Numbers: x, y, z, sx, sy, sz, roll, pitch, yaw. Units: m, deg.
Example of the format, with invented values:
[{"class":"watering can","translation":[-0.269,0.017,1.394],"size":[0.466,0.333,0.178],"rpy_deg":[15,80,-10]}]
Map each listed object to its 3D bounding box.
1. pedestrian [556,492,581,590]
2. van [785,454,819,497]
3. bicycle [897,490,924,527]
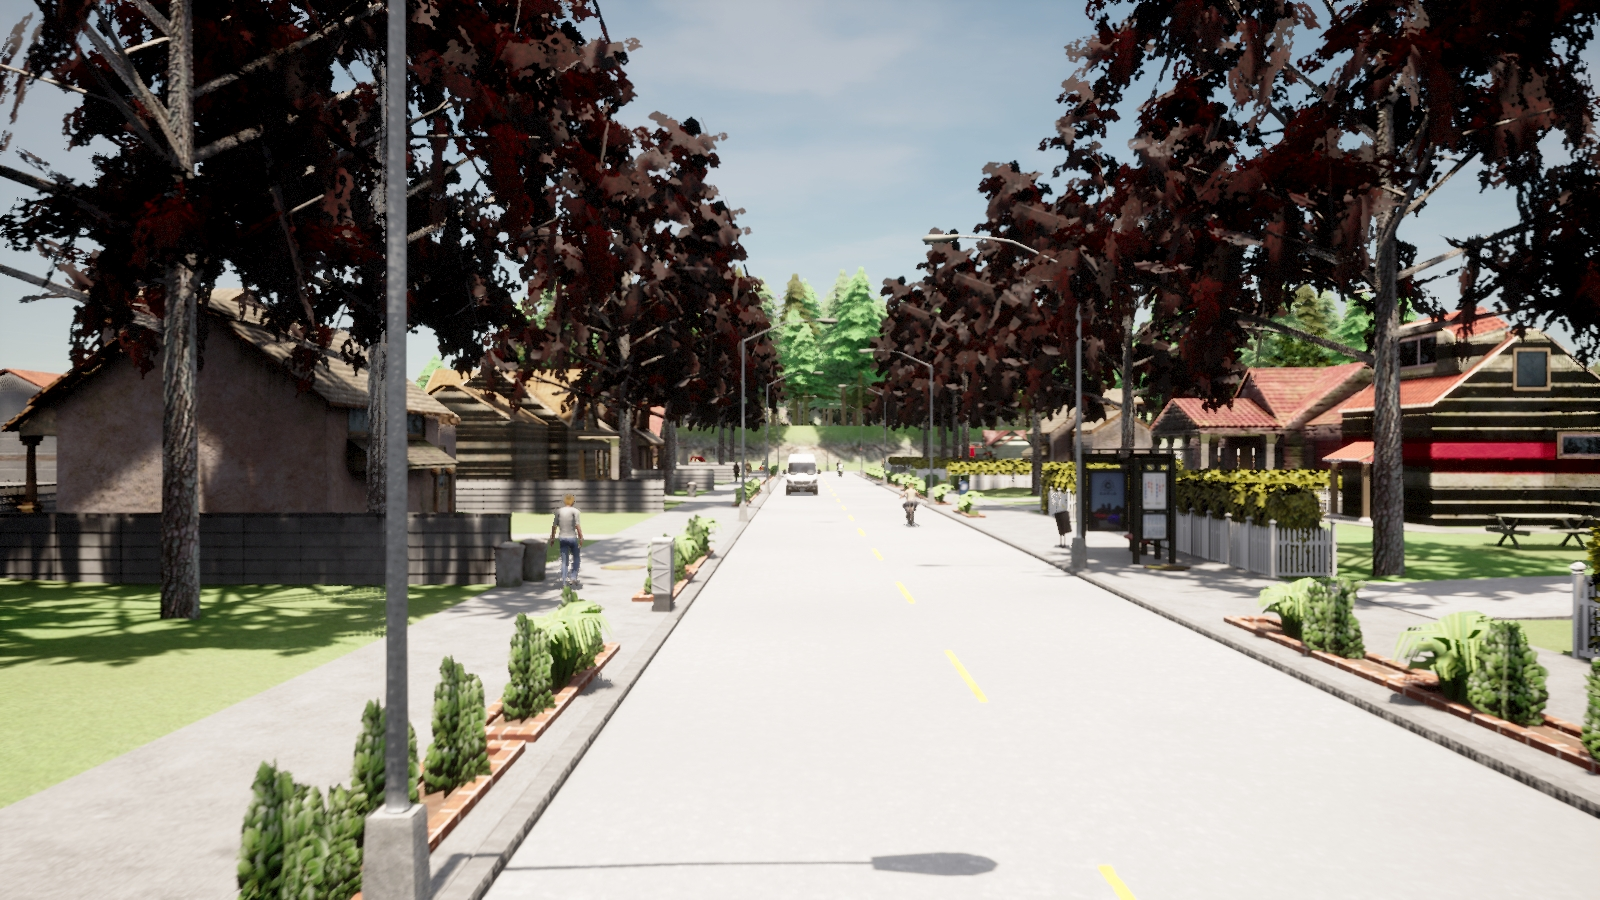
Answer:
[{"class":"pedestrian","translation":[-4.477,1.743,22.098],"size":[0.375,1.860,0.375],"rpy_deg":[0,0,11]},{"class":"van","translation":[0.126,1.535,71.232],"size":[1.988,2.561,5.915],"rpy_deg":[0,0,0]},{"class":"bicycle","translation":[4.089,2.158,42.243],"size":[0.859,1.276,1.487],"rpy_deg":[0,0,0]}]
